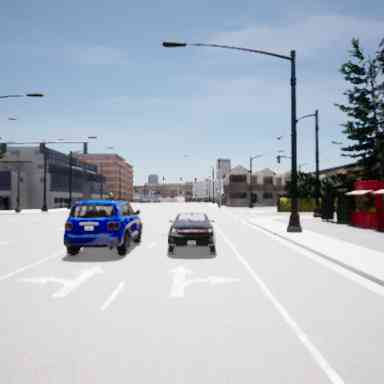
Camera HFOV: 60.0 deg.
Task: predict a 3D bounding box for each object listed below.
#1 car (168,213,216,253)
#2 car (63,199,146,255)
[{"bbox_3d":[-0.002,1.633,14.313,2.128,1.511,4.902,0,-1,0],"label":"car"},{"bbox_3d":[-3.505,1.354,14.012,2.150,2.045,5.566,0,0,0],"label":"car"}]
